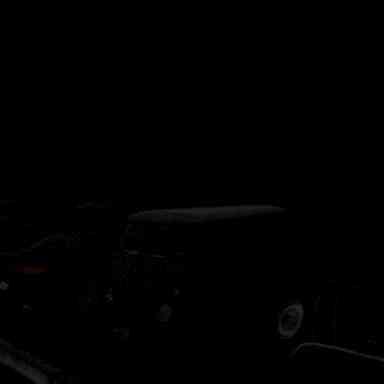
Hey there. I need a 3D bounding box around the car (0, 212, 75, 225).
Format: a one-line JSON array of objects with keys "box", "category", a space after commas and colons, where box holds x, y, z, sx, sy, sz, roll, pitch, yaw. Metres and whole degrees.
[{"box": [-4.132, 1.524, 9.414, 2.163, 1.488, 4.792, 0, 0, 35], "category": "car"}]

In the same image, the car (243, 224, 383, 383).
[{"box": [2.756, 1.350, 4.590, 2.185, 1.767, 4.553, 0, 0, 35], "category": "car"}]

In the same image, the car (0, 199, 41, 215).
[{"box": [-19.473, 1.595, 36.405, 2.097, 1.535, 5.008, 0, 0, 35], "category": "car"}]

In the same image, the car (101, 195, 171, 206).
[{"box": [-3.702, 1.265, 25.160, 2.435, 2.045, 5.566, 0, 0, 35], "category": "car"}]

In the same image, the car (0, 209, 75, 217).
[{"box": [-6.416, 1.531, 11.039, 2.163, 1.488, 4.792, 0, 0, 35], "category": "car"}]

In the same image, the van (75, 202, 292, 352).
[{"box": [0.386, 1.256, 6.094, 1.878, 1.987, 4.442, 0, 0, 35], "category": "van"}]

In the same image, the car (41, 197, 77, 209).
[{"box": [-10.395, 1.540, 29.948, 2.097, 1.535, 5.008, 0, 0, 35], "category": "car"}]

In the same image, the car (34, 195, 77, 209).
[{"box": [-12.680, 1.300, 31.546, 2.435, 2.045, 5.566, 0, 0, 35], "category": "car"}]

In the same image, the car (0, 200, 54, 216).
[{"box": [-17.217, 1.609, 34.771, 2.163, 1.488, 4.792, 0, 0, 35], "category": "car"}]

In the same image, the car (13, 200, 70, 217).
[{"box": [-14.914, 1.594, 33.204, 2.163, 1.488, 4.792, 0, 0, 35], "category": "car"}]

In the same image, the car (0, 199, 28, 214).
[{"box": [-21.848, 1.607, 37.873, 1.946, 1.575, 5.366, 0, 0, 35], "category": "car"}]

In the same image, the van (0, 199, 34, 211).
[{"box": [-8.752, 1.282, 12.593, 1.878, 1.987, 4.442, 0, 0, 35], "category": "van"}]

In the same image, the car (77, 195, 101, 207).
[{"box": [-5.872, 1.271, 26.702, 2.435, 2.045, 5.566, 0, 0, 35], "category": "car"}]

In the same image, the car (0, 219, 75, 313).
[{"box": [-1.834, 1.488, 7.809, 2.097, 1.535, 5.008, 0, 0, 35], "category": "car"}]

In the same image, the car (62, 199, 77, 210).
[{"box": [-8.225, 1.570, 28.408, 2.002, 1.452, 4.674, 0, 0, 35], "category": "car"}]
